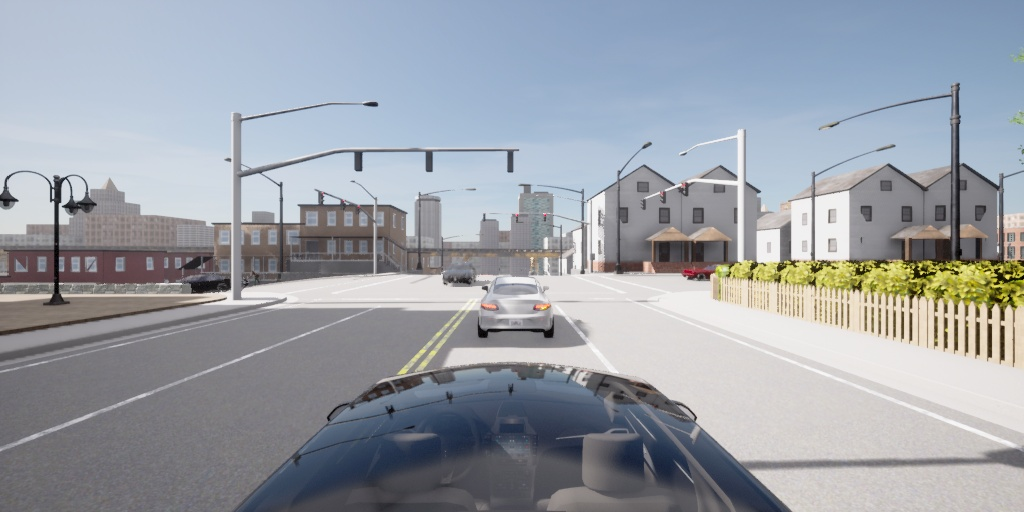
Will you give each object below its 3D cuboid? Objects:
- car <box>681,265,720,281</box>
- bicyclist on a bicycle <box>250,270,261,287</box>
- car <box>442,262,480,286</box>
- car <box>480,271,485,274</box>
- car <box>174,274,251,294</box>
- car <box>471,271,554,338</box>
[{"bbox_3d":[16.312,1.351,28.875,4.718,1.301,1.895,0,0,-1],"label":"car"},{"bbox_3d":[-25.569,2.214,35.648,0.582,1.620,1.656,-8,0,0],"label":"bicyclist on a bicycle"},{"bbox_3d":[-3.542,1.207,24.801,1.837,1.490,4.892,0,0,0],"label":"car"},{"bbox_3d":[-3.539,2.826,48.924,2.097,1.767,4.553,0,-8,0],"label":"car"},{"bbox_3d":[-20.882,1.930,24.752,4.718,1.301,1.895,-5,0,-1],"label":"car"},{"bbox_3d":[0.101,1.276,10.071,1.812,1.442,4.674,0,0,0],"label":"car"}]
